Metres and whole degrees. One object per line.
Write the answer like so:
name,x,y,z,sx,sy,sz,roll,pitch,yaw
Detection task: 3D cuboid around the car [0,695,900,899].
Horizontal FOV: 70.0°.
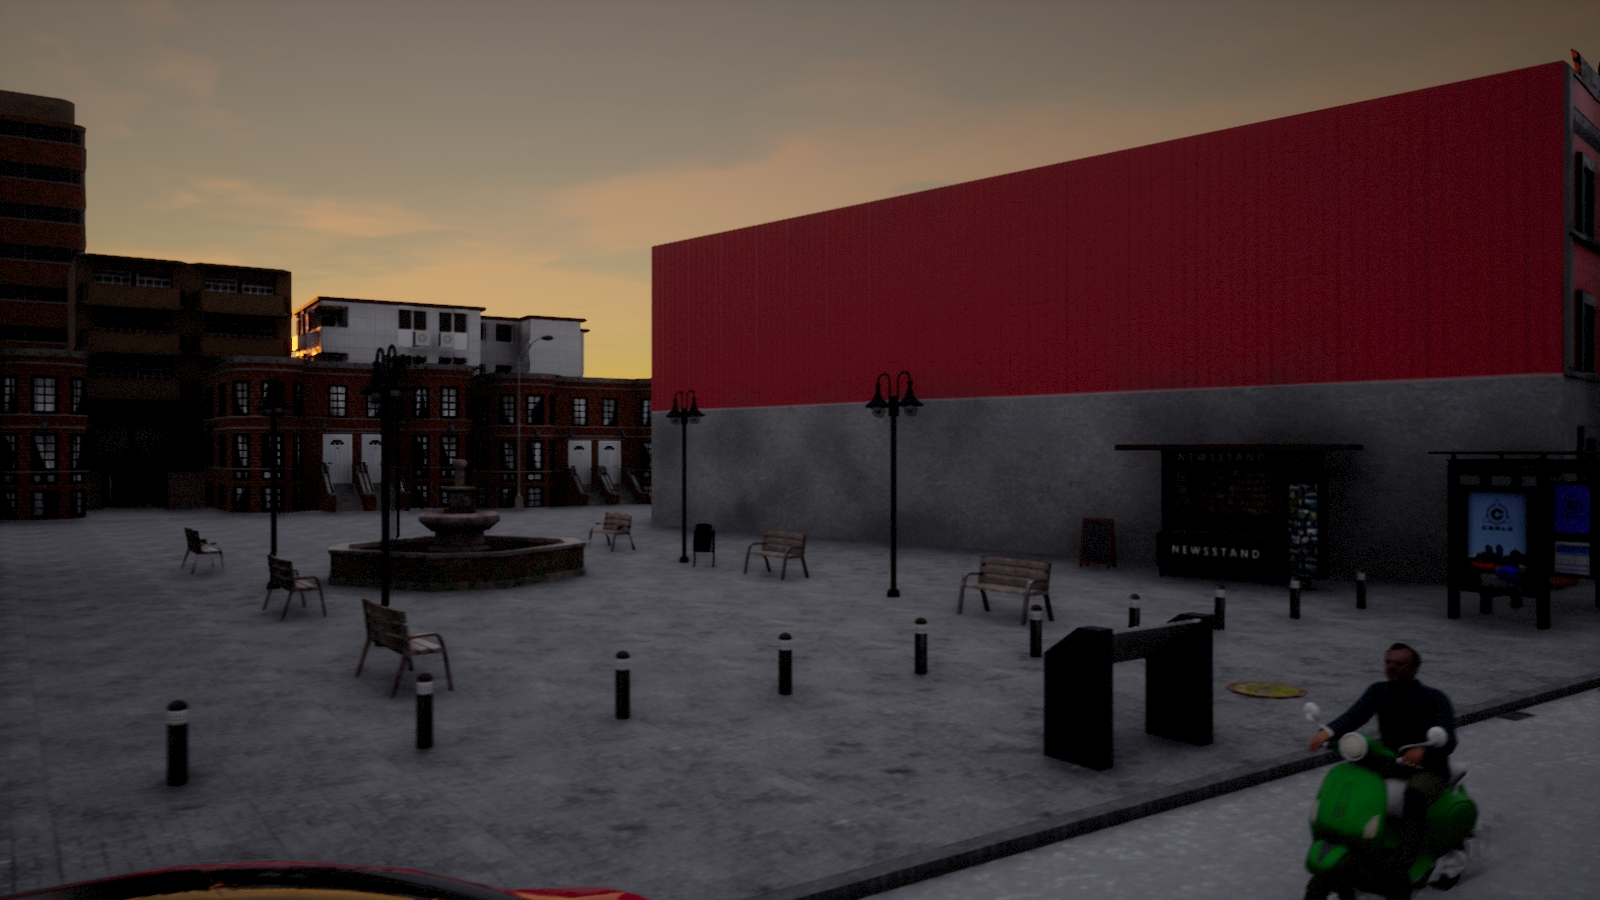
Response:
car,-2.355,1.840,2.757,4.892,1.480,2.231,0,0,-35
